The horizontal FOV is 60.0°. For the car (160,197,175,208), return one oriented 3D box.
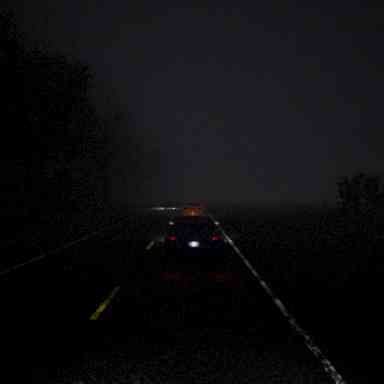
[{"bbox_3d":[-3.586,1.507,48.674,1.812,1.442,4.674,0,0,0],"label":"car"}]

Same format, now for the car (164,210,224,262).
[{"bbox_3d":[0.073,1.562,12.179,1.994,1.385,4.181,0,0,0],"label":"car"}]

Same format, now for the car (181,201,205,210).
[{"bbox_3d":[0.075,1.471,28.134,1.882,1.535,5.008,0,0,0],"label":"car"}]
